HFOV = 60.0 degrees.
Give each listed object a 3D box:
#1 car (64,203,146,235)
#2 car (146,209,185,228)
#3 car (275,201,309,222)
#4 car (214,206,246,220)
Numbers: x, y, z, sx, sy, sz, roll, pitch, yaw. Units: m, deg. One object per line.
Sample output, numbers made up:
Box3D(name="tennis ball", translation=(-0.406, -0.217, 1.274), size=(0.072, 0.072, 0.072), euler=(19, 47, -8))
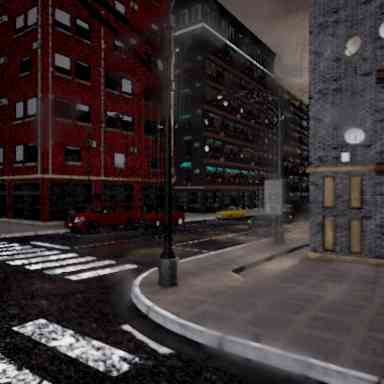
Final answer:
Box3D(name="car", translation=(-5.674, 1.643, 21.575), size=(2.192, 1.841, 5.009), euler=(-1, -2, 35))
Box3D(name="car", translation=(-2.379, 1.976, 26.215), size=(1.887, 1.381, 4.507), euler=(-1, -2, 35))
Box3D(name="car", translation=(10.212, 1.904, 33.922), size=(2.150, 2.045, 5.566), euler=(0, -1, 36))
Box3D(name="car", translation=(4.112, 2.160, 35.369), size=(1.752, 1.417, 4.829), euler=(-1, -2, 35))
